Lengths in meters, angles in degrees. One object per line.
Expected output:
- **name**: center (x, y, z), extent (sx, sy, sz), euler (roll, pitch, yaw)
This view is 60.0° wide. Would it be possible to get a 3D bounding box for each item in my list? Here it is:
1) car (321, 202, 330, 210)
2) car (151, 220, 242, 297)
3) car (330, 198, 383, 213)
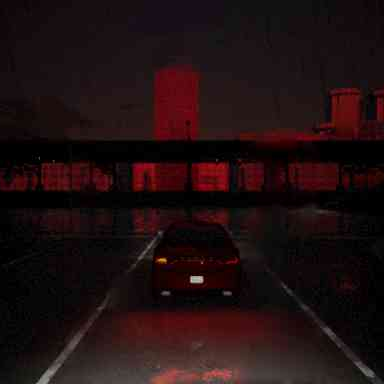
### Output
- **car**: center (17.455, 1.423, 38.567), extent (4.674, 1.442, 1.812), euler (0, 0, 2)
- **car**: center (0.095, 1.472, 8.636), extent (1.882, 1.535, 5.008), euler (0, 0, 0)
- **car**: center (17.659, 1.388, 35.028), extent (4.902, 1.511, 2.128), euler (0, 0, 1)
